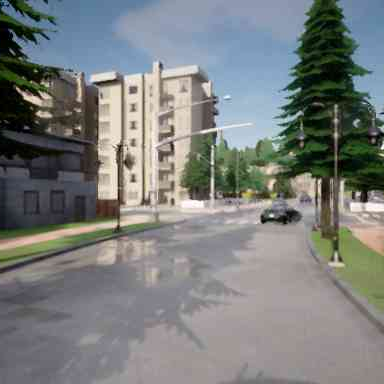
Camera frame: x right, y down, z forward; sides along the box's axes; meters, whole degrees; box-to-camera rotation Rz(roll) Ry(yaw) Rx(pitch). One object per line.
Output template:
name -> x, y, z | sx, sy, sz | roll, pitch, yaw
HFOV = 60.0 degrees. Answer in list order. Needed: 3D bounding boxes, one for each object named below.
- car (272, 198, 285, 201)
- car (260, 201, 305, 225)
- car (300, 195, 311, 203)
car -> 15.023, 1.718, 57.507 | 2.033, 1.411, 5.357 | 0, 0, 23
car -> 6.709, 1.629, 24.853 | 1.994, 1.385, 4.181 | 0, 0, 35
car -> 23.552, 1.389, 68.897 | 2.097, 1.767, 4.553 | 0, 0, 22
